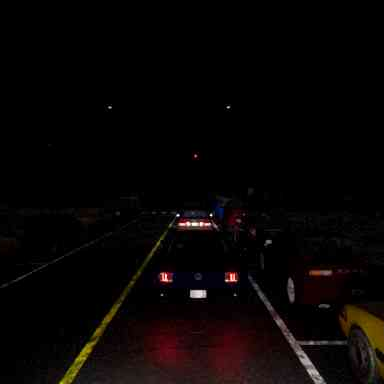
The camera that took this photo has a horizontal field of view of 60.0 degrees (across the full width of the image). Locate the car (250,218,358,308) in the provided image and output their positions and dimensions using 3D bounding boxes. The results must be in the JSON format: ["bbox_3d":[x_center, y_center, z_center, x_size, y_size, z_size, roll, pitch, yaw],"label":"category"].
[{"bbox_3d":[2.779,1.545,7.790,1.887,1.381,4.507,0,0,0],"label":"car"}]

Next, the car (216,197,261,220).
[{"bbox_3d":[2.806,1.316,18.665,2.192,1.841,5.009,0,0,0],"label":"car"}]

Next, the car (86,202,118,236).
[{"bbox_3d":[-5.720,1.527,18.516,1.752,1.417,4.829,0,0,0],"label":"car"}]

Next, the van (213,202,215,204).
[{"bbox_3d":[2.833,1.345,29.540,1.690,1.788,3.998,0,0,0],"label":"van"}]

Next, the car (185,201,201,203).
[{"bbox_3d":[0.065,1.481,27.799,1.882,1.535,5.008,0,0,0],"label":"car"}]

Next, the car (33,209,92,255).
[{"bbox_3d":[-5.733,1.566,13.249,1.947,1.339,4.313,0,0,0],"label":"car"}]

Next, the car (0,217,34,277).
[{"bbox_3d":[-5.747,1.525,7.641,1.752,1.417,4.829,0,0,0],"label":"car"}]

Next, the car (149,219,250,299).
[{"bbox_3d":[0.121,1.601,8.381,1.895,1.301,4.718,0,0,0],"label":"car"}]

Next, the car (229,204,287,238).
[{"bbox_3d":[2.792,1.441,13.227,1.967,1.590,4.097,0,0,0],"label":"car"}]

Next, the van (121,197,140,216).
[{"bbox_3d":[-5.693,1.345,29.562,1.690,1.788,3.998,0,0,0],"label":"van"}]

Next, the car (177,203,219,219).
[{"bbox_3d":[0.141,1.549,17.972,2.033,1.411,5.357,0,0,0],"label":"car"}]

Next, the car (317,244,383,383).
[{"bbox_3d":[2.766,1.525,2.522,1.752,1.417,4.829,0,0,0],"label":"car"}]

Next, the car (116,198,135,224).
[{"bbox_3d":[-5.706,1.443,24.124,1.967,1.590,4.097,0,0,0],"label":"car"}]
